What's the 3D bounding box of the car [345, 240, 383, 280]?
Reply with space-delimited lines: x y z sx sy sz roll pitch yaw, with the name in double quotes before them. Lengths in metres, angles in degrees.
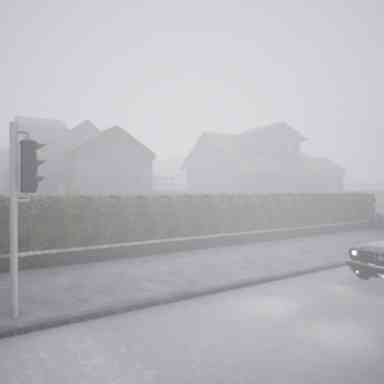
"car" 6.032 1.522 8.432 4.718 1.301 1.895 0 1 -33
